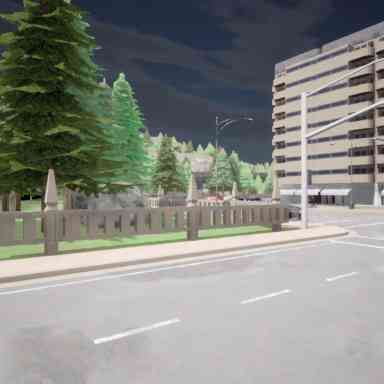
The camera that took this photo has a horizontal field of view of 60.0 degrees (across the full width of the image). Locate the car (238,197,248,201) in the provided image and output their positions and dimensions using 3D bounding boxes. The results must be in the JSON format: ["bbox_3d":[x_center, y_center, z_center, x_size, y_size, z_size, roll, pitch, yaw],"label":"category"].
[{"bbox_3d":[7.108,1.492,33.372,2.033,1.411,5.357,0,0,-33],"label":"car"}]

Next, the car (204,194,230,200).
[{"bbox_3d":[2.555,1.422,42.466,1.882,1.535,5.008,0,0,-19],"label":"car"}]

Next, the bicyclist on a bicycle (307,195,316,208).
[{"bbox_3d":[15.325,1.245,42.481,1.656,1.620,0.582,0,0,-29],"label":"bicyclist on a bicycle"}]

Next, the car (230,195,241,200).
[{"bbox_3d":[9.249,1.492,67.935,2.033,1.411,5.357,0,0,20],"label":"car"}]

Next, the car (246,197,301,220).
[{"bbox_3d":[7.087,1.436,27.197,2.128,1.511,4.902,0,0,-33],"label":"car"}]

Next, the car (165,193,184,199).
[{"bbox_3d":[-2.909,1.164,49.413,2.150,2.045,5.566,0,0,-9],"label":"car"}]

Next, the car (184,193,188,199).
[{"bbox_3d":[-2.270,1.151,67.058,2.150,2.045,5.566,0,0,14],"label":"car"}]

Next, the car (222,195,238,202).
[{"bbox_3d":[8.594,1.469,75.205,1.812,1.442,4.674,0,0,32],"label":"car"}]
